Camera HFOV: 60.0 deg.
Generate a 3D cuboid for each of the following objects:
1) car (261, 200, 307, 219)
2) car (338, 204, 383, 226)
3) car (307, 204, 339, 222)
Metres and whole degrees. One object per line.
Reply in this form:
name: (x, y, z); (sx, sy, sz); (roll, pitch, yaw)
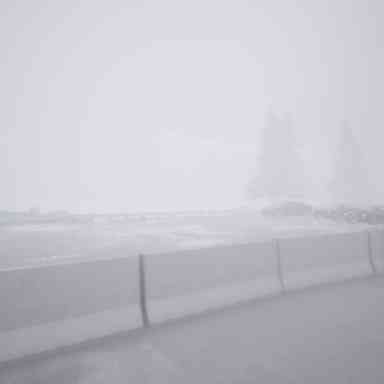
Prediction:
car: (8.296, 1.494, 29.006); (5.008, 1.535, 1.882); (0, 0, -27)
car: (13.026, 1.645, 23.593); (4.718, 1.301, 1.895); (0, 0, -26)
car: (12.023, 1.637, 26.988); (4.718, 1.301, 1.895); (0, 0, -26)
